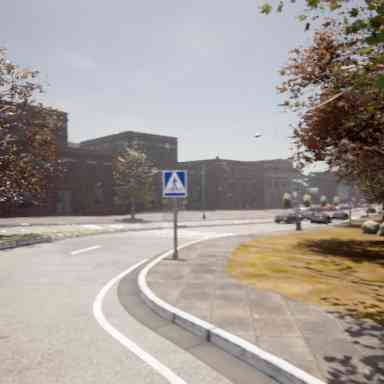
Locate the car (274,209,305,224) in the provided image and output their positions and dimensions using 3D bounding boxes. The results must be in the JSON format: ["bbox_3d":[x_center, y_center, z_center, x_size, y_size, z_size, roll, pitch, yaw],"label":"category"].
[{"bbox_3d":[12.218,3.299,42.453,2.033,1.411,5.357,-1,-3,36],"label":"car"}]

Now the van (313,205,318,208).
[{"bbox_3d":[27.579,4.039,78.393,1.878,1.987,4.442,-1,-2,36],"label":"van"}]

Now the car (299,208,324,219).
[{"bbox_3d":[18.028,3.598,50.765,2.033,1.411,5.357,-1,-2,35],"label":"car"}]

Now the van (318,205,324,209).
[{"bbox_3d":[30.801,4.164,82.906,1.878,1.987,4.442,-1,-2,36],"label":"van"}]

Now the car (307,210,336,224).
[{"bbox_3d":[17.004,3.426,43.665,1.994,1.385,4.181,-1,-2,35],"label":"car"}]

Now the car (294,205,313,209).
[{"bbox_3d":[24.410,3.887,73.951,2.435,2.045,5.566,-1,-2,35],"label":"car"}]

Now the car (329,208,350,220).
[{"bbox_3d":[23.688,3.716,53.147,1.994,1.385,4.181,-1,-2,35],"label":"car"}]

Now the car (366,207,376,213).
[{"bbox_3d":[44.713,4.478,83.130,1.882,1.535,5.008,-1,-2,35],"label":"car"}]
